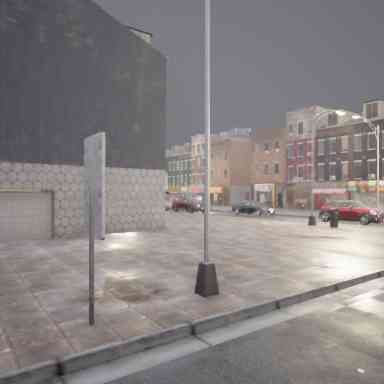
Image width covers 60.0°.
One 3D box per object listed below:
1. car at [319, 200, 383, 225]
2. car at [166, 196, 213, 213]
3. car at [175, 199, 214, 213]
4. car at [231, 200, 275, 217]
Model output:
[{"bbox_3d":[11.833,1.397,24.552,2.097,1.767,4.553,0,0,-36],"label":"car"},{"bbox_3d":[-0.363,1.412,37.244,2.192,1.841,5.009,0,0,-35],"label":"car"},{"bbox_3d":[0.242,1.663,40.788,2.033,1.411,5.357,0,0,-35],"label":"car"},{"bbox_3d":[5.965,1.572,32.735,2.128,1.511,4.902,0,0,-35],"label":"car"}]
